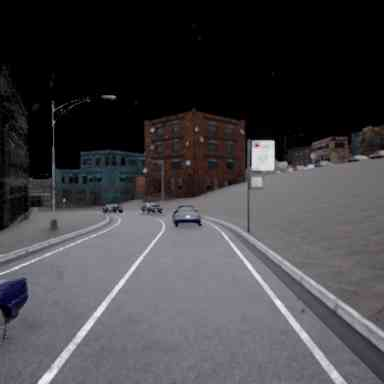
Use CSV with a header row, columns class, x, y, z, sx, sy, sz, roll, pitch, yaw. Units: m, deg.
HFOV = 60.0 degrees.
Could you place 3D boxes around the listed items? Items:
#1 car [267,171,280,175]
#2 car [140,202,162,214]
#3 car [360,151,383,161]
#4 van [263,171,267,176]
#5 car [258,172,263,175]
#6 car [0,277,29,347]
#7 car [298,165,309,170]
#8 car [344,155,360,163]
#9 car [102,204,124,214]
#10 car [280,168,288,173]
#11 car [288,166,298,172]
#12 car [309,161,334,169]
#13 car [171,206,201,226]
class,x,y,z,sx,sy,sz,roll,pitch,yaw
car,20.895,-4.456,82.109,2.231,1.521,4.892,0,1,-1
car,-5.370,2.095,43.056,1.837,1.490,4.892,0,-2,-23
car,21.863,-3.954,37.954,2.231,1.521,4.892,0,1,-1
van,20.779,-4.728,87.503,1.878,1.987,4.442,0,0,-1
car,20.657,-4.505,93.146,2.002,1.452,4.674,0,0,-1
car,-3.603,1.601,3.221,1.895,1.301,4.718,0,0,0
car,21.378,-4.184,59.902,2.002,1.452,4.674,0,1,-1
car,21.735,-4.032,43.472,2.231,1.521,4.892,0,1,-1
car,-11.195,2.369,46.732,2.033,1.411,5.357,-1,-2,-29
car,21.135,-4.475,71.094,2.185,1.767,4.553,0,1,-1
car,21.255,-4.415,65.575,2.185,1.767,4.553,0,1,-1
car,21.497,-4.287,54.409,2.185,1.767,4.553,0,1,-1
car,-0.506,1.737,25.106,1.994,1.385,4.181,0,-1,-6
